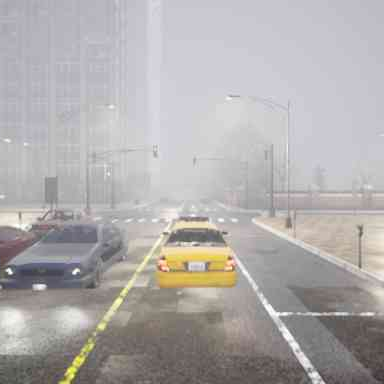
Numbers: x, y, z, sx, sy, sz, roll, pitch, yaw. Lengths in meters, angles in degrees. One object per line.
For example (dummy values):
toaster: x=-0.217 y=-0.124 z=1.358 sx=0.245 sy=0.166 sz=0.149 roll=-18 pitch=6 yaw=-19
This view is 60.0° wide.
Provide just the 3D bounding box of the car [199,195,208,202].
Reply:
car: x=2.616 y=1.460 z=74.834 sx=1.887 sy=1.381 sz=4.507 roll=0 pitch=0 yaw=0

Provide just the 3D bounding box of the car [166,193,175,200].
car: x=-5.925 y=1.188 z=91.452 sx=2.192 sy=1.841 sz=5.009 roll=0 pitch=0 yaw=0

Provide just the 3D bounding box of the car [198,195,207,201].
car: x=2.610 y=1.454 z=80.394 sx=2.008 sy=1.369 sz=4.403 roll=0 pitch=0 yaw=0

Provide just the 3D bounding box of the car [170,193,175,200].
car: x=-5.921 y=1.330 z=85.893 sx=1.967 sy=1.590 sz=4.097 roll=0 pitch=0 yaw=0

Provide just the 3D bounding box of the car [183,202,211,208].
car: x=0.097 y=1.536 z=19.459 sx=2.033 sy=1.411 sz=5.357 roll=0 pitch=0 yaw=0

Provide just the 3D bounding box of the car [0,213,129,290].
car: x=-3.078 y=1.546 z=9.420 sx=2.033 sy=1.411 sz=5.357 roll=0 pitch=0 yaw=0

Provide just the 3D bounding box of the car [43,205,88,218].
car: x=-5.705 y=1.434 z=14.687 sx=1.967 sy=1.590 sz=4.097 roll=0 pitch=0 yaw=0

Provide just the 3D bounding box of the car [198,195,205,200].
car: x=2.600 y=1.418 z=91.516 sx=1.887 sy=1.381 sz=4.507 roll=0 pitch=0 yaw=0

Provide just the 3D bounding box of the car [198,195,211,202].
car: x=2.688 y=1.497 z=63.719 sx=1.947 sy=1.339 sz=4.313 roll=0 pitch=0 yaw=0

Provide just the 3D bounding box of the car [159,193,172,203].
car: x=-5.905 y=1.490 z=69.209 sx=1.947 sy=1.339 sz=4.313 roll=0 pitch=0 yaw=0

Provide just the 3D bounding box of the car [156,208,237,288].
car: x=0.090 y=1.455 z=9.196 sx=1.801 sy=1.575 sz=5.366 roll=0 pitch=0 yaw=0

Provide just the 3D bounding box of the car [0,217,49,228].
car: x=-5.700 y=1.580 z=8.994 sx=1.802 sy=1.307 sz=4.206 roll=0 pitch=0 yaw=0
